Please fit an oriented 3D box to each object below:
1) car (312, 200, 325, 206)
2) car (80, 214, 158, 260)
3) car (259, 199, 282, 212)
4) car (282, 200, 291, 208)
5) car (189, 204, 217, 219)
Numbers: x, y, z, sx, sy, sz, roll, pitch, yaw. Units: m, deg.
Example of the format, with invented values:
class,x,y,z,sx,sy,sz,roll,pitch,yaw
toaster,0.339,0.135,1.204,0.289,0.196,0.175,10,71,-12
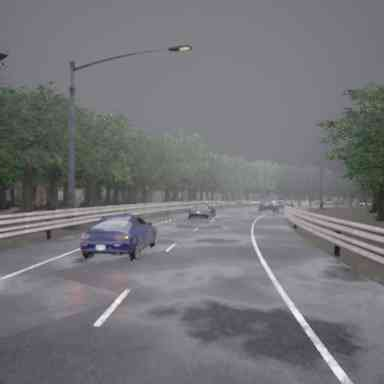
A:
class,x,y,z,sx,sy,sz,roll,pitch,yaw
car,30.195,2.626,79.330,1.837,1.490,4.892,0,-1,42
car,-2.571,1.555,12.478,1.812,1.442,4.674,0,0,6
car,10.517,1.785,45.274,2.097,1.767,4.553,0,-1,23
car,16.918,2.231,61.275,2.128,1.511,4.902,0,-1,33
car,1.061,1.779,31.541,1.994,1.385,4.181,0,-1,15
